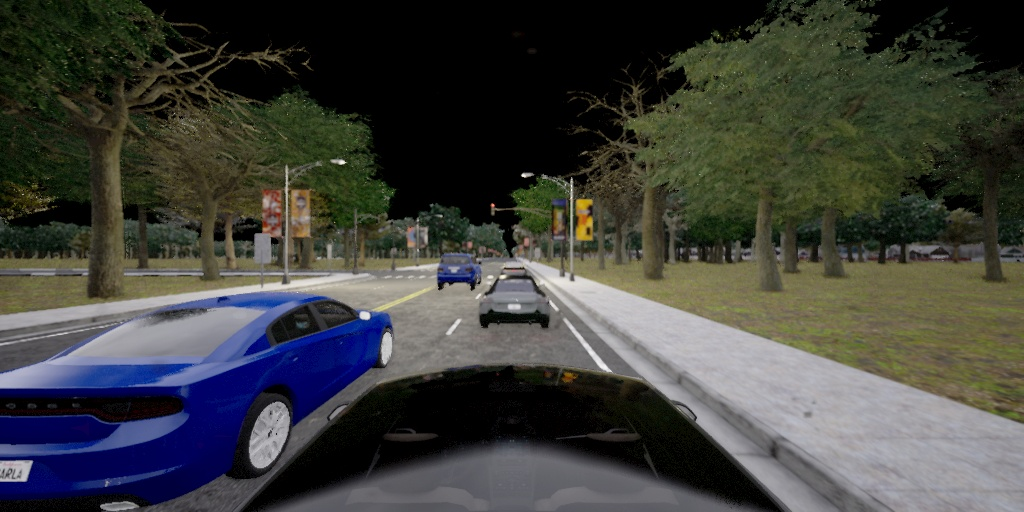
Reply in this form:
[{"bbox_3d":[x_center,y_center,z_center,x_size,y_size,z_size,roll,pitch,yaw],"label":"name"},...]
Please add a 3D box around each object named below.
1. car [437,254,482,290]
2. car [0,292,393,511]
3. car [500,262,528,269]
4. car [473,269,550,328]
[{"bbox_3d":[-3.118,0.895,22.000,2.150,2.045,5.566,0,0,0],"label":"car"},{"bbox_3d":[-3.144,1.215,4.729,1.882,1.535,5.008,0,0,0],"label":"car"},{"bbox_3d":[0.138,1.152,25.929,2.128,1.511,4.902,0,0,0],"label":"car"},{"bbox_3d":[0.105,1.277,11.269,1.994,1.385,4.181,0,0,1],"label":"car"}]
